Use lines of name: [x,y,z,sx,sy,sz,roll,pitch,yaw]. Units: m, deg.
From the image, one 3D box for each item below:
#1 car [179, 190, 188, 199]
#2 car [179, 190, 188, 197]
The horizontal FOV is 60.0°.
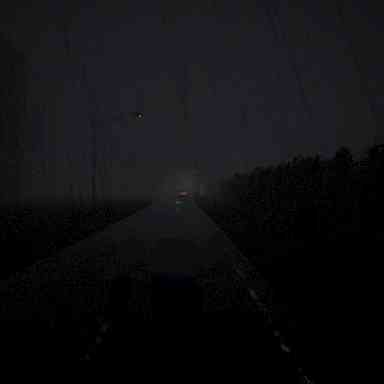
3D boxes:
car: [-1.837,0.793,72.744,1.895,1.301,4.718,0,1,-2]
car: [-2.128,0.355,82.757,2.097,1.767,4.553,0,1,-2]
